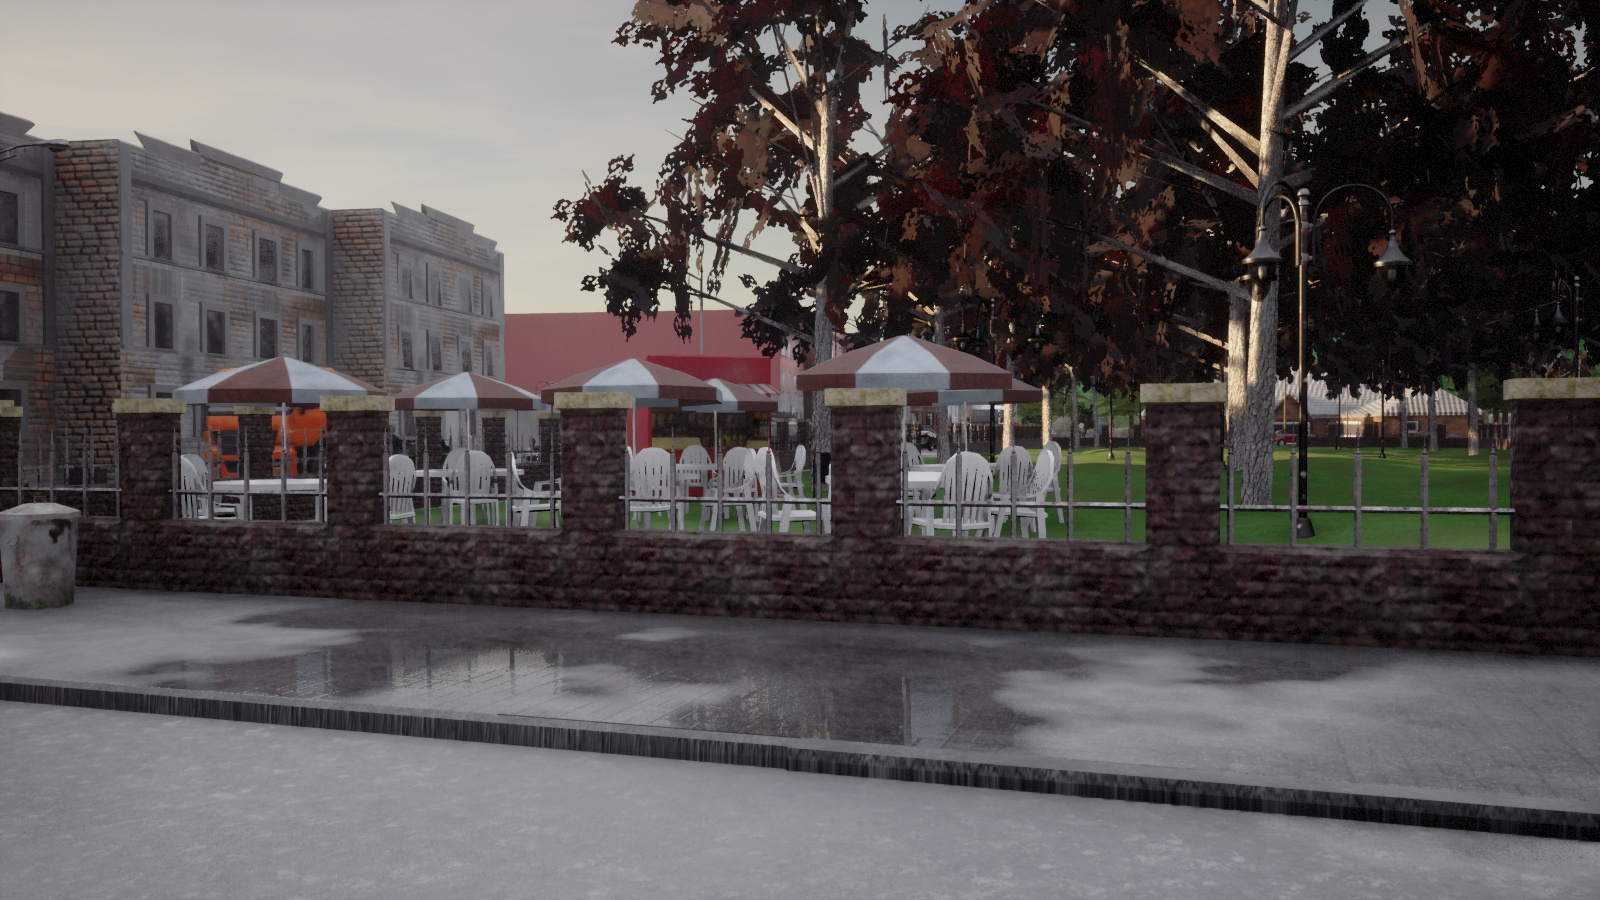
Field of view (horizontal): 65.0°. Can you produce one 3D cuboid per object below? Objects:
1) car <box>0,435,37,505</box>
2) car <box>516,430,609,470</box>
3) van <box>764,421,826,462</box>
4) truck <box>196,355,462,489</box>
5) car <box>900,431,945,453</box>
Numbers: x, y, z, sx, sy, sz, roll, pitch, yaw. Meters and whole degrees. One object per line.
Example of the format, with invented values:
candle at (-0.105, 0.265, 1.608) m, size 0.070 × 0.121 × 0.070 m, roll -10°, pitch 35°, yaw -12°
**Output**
car at (-17.668, 0.426, 23.866) m, size 2.033 × 1.411 × 5.357 m, roll 1°, pitch 1°, yaw 19°
car at (-9.220, -0.028, 49.024) m, size 1.970 × 1.475 × 3.806 m, roll 1°, pitch 1°, yaw 19°
van at (-0.189, -0.435, 63.329) m, size 1.775 × 1.987 × 4.442 m, roll 1°, pitch 1°, yaw 19°
truck at (-13.381, -0.792, 36.605) m, size 2.891 × 3.462 × 7.936 m, roll 1°, pitch 1°, yaw 19°
car at (8.858, -0.584, 90.158) m, size 2.163 × 1.488 × 4.792 m, roll 1°, pitch 1°, yaw 19°
